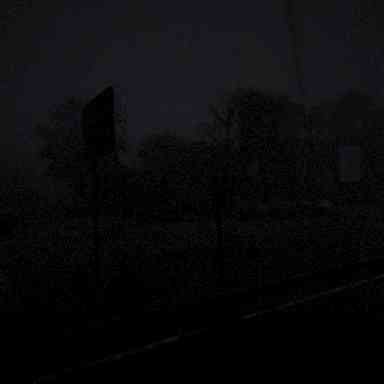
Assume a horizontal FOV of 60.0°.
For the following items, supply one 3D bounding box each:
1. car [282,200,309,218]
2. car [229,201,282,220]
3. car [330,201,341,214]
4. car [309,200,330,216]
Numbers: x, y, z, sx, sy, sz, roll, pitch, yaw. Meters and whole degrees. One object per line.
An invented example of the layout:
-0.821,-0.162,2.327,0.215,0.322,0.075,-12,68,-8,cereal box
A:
7.973,1.603,31.405,2.231,1.521,4.892,-1,-1,-34,car
5.255,1.689,29.578,2.002,1.452,4.674,-1,-1,-34,car
13.300,1.550,34.991,2.002,1.452,4.674,-1,-1,-34,car
10.683,1.555,33.241,2.097,1.535,5.008,-1,-1,-34,car
